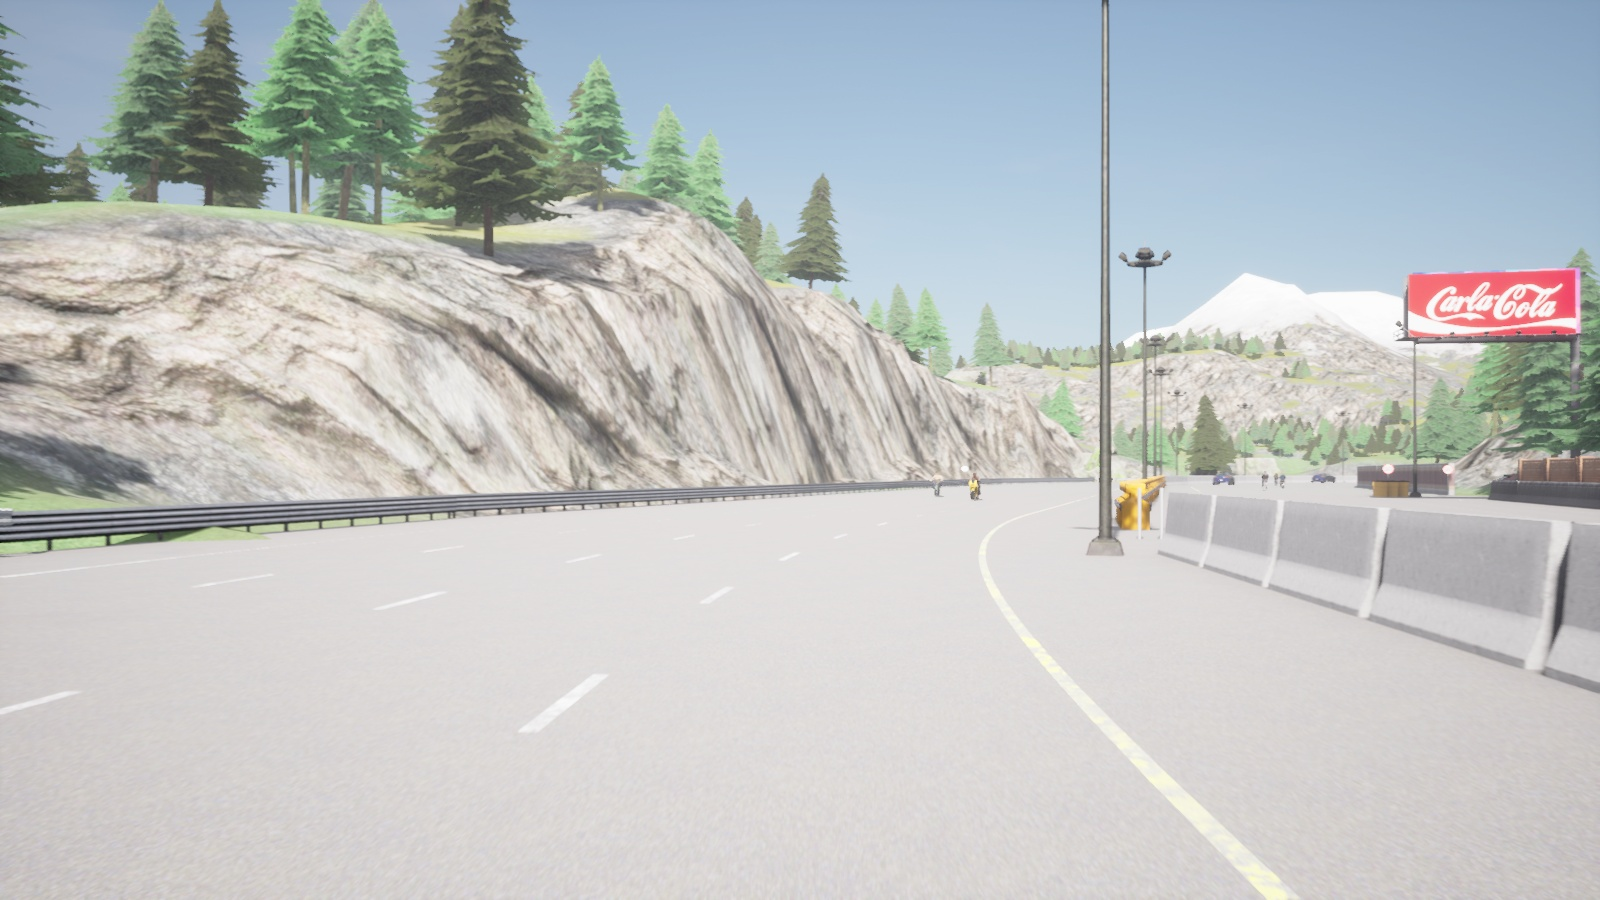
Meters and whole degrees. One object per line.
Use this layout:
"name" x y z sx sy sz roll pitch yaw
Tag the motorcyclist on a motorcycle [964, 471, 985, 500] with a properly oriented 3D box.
"motorcyclist on a motorcycle" 9.451 1.897 67.851 0.797 1.523 2.044 -1 -1 17
